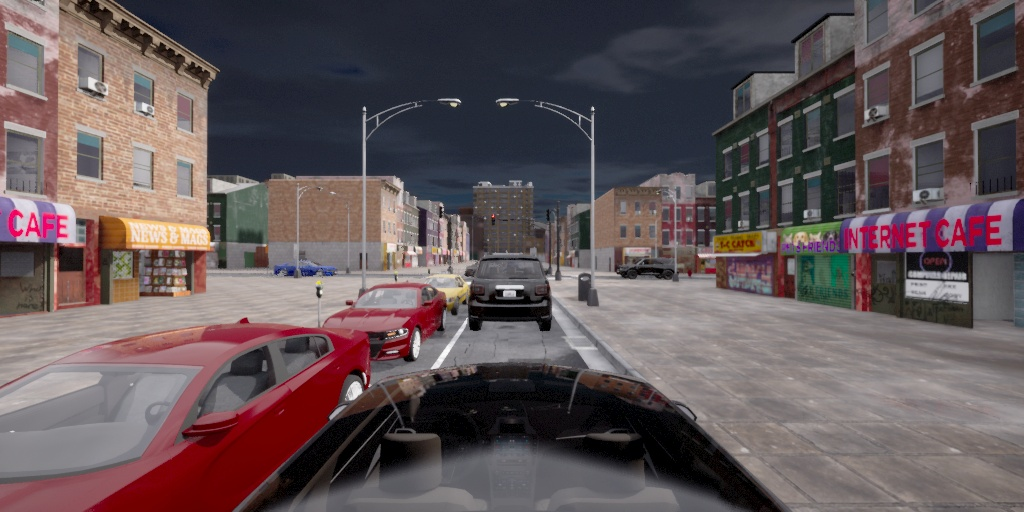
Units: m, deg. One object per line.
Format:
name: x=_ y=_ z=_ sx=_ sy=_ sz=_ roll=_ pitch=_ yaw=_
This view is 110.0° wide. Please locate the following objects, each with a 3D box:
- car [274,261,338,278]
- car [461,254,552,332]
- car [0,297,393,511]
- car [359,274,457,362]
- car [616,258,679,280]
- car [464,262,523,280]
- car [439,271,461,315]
car: x=-17.638 y=1.132 z=30.824 sx=5.008 sy=1.535 sz=1.882 roll=0 pitch=0 yaw=0
car: x=-0.028 y=0.976 z=11.071 sx=2.150 sy=2.045 sz=5.566 roll=0 pitch=0 yaw=1
car: x=-2.637 y=1.295 z=2.761 sx=1.888 sy=1.381 sz=4.507 roll=0 pitch=0 yaw=0
car: x=-2.637 y=1.298 z=8.255 sx=1.888 sy=1.381 sz=4.507 roll=0 pitch=0 yaw=0
car: x=12.817 y=1.169 z=33.934 sx=5.566 sy=2.045 sz=2.150 roll=1 pitch=0 yaw=0
car: x=-1.567 y=1.284 z=30.902 sx=4.892 sy=1.490 sz=1.837 roll=0 pitch=0 yaw=0
car: x=-2.637 y=1.282 z=13.579 sx=1.751 sy=1.417 sz=4.829 roll=0 pitch=0 yaw=0
